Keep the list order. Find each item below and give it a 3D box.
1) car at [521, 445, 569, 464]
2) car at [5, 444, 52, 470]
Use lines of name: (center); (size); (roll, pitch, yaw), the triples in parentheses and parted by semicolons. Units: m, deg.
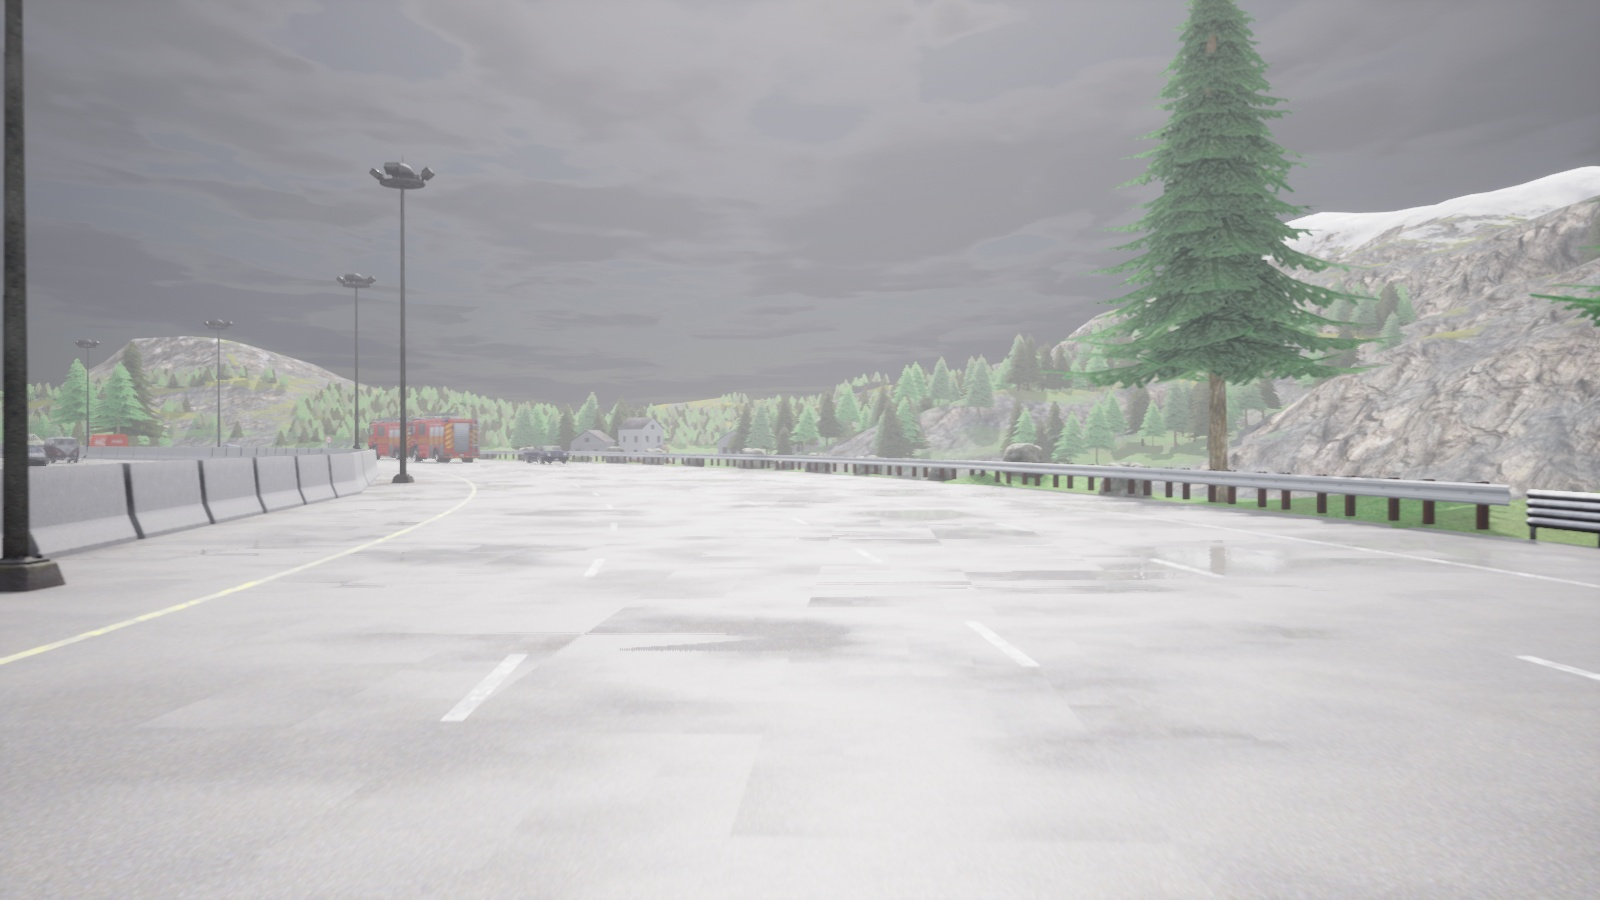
car: (-18.318, 0.325, 90.185); (1.895, 1.301, 4.718); (0, 0, -31)
car: (-43.336, 0.364, 70.631); (2.033, 1.411, 5.357); (0, 0, -29)
